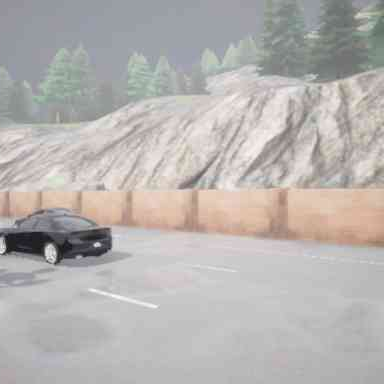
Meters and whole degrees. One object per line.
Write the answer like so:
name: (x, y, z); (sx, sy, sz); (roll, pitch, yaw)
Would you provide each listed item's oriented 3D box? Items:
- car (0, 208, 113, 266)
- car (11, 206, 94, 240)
car: (-4.984, 1.504, 11.796); (5.008, 1.535, 1.882); (0, 0, 35)
car: (-7.547, 1.566, 17.804); (4.674, 1.442, 1.812); (0, 0, 34)
